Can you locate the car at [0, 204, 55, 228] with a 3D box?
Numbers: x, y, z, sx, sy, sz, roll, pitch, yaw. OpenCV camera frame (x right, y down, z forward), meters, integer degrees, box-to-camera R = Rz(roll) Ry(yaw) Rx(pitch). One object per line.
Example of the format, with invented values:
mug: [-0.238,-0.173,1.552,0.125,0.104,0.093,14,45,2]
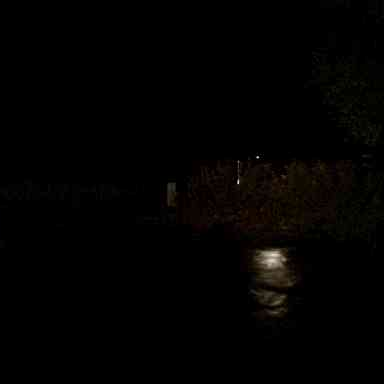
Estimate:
car: [-11.450,1.576,21.599,2.128,1.511,4.902,0,0,40]
